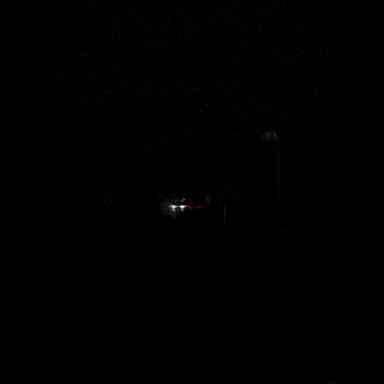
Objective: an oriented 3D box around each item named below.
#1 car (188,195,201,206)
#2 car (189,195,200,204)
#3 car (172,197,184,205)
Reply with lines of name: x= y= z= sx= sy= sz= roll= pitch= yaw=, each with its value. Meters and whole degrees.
car: x=0.433 y=1.549 z=53.573 sx=1.812 sy=1.442 sz=4.674 roll=0 pitch=0 yaw=0
car: x=0.511 y=1.389 z=63.562 sx=2.097 sy=1.767 sz=4.553 roll=0 pitch=0 yaw=0
car: x=-2.283 y=1.554 z=57.793 sx=1.812 sy=1.442 sz=4.674 roll=0 pitch=0 yaw=0
